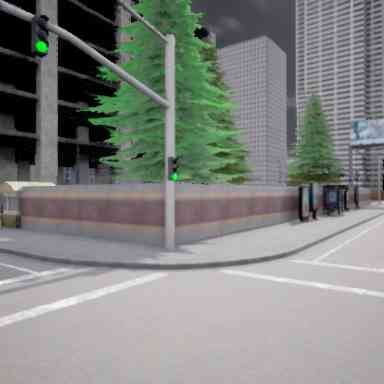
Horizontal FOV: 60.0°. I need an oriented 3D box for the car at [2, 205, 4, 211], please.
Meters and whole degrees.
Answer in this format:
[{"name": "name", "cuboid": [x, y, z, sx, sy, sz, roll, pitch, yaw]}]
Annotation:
[{"name": "car", "cuboid": [-16.360, 1.115, 31.589, 3.866, 1.878, 1.905, 0, 0, 36]}]
